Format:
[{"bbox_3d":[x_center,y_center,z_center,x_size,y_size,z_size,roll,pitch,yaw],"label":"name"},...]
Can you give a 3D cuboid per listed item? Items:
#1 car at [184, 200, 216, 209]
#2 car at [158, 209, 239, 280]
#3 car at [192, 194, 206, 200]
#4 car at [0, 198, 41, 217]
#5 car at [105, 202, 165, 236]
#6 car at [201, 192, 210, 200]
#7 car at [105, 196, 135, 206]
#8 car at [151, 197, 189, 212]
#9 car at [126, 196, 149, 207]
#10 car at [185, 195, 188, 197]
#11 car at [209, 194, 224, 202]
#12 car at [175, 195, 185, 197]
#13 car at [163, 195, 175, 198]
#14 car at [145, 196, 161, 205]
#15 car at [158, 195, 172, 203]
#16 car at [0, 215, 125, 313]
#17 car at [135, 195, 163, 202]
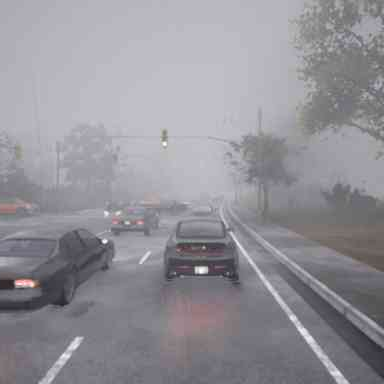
[{"bbox_3d":[0.669,1.491,21.600,1.812,1.442,4.674,0,0,3],"label":"car"},{"bbox_3d":[0.260,1.490,9.862,1.837,1.490,4.892,0,0,1],"label":"car"},{"bbox_3d":[1.192,1.497,66.004,1.895,1.301,4.718,0,0,8],"label":"car"},{"bbox_3d":[-16.130,1.302,29.966,4.553,1.767,2.097,0,0,3],"label":"car"},{"bbox_3d":[-2.990,1.518,18.350,2.033,1.411,5.357,0,0,2],"label":"car"},{"bbox_3d":[3.436,1.098,81.521,2.150,2.045,5.566,0,0,10],"label":"car"},{"bbox_3d":[-8.844,1.288,40.266,2.097,1.767,4.553,0,0,5],"label":"car"},{"bbox_3d":[-2.062,1.545,35.045,1.895,1.301,4.718,0,0,23],"label":"car"},{"bbox_3d":[-8.025,1.413,49.218,2.128,1.511,4.902,0,0,6],"label":"car"},{"bbox_3d":[-1.726,1.412,71.260,2.128,1.511,4.902,0,0,8],"label":"car"},{"bbox_3d":[5.358,1.408,71.295,1.812,1.442,4.674,0,0,9],"label":"car"},{"bbox_3d":[-3.127,1.395,61.085,2.128,1.511,4.902,0,0,8],"label":"car"},{"bbox_3d":[-4.306,1.483,51.169,1.994,1.385,4.181,0,0,6],"label":"car"},{"bbox_3d":[-6.904,1.432,59.105,1.812,1.442,4.674,0,0,7],"label":"car"},{"bbox_3d":[-5.537,1.391,69.323,1.837,1.490,4.892,0,0,8],"label":"car"},{"bbox_3d":[-3.286,1.534,7.899,2.033,1.411,5.357,0,0,1],"label":"car"},{"bbox_3d":[-5.252,1.412,41.279,1.882,1.535,5.008,0,0,5],"label":"car"}]
